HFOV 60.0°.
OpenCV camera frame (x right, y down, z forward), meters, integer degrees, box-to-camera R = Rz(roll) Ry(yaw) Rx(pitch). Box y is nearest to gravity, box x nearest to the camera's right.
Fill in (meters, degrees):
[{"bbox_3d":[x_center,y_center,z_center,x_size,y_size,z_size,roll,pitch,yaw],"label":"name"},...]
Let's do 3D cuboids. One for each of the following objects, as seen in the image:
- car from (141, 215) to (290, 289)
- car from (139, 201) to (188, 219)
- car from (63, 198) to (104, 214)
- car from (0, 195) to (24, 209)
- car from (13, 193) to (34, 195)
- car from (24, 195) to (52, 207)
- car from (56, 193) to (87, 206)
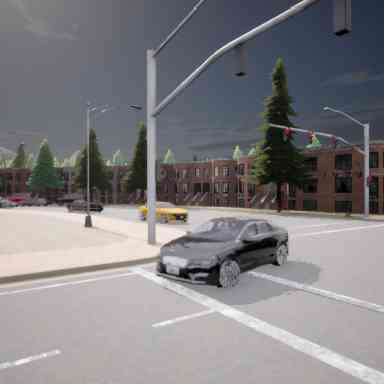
[{"bbox_3d":[1.114,1.491,9.385,2.128,1.511,4.902,1,0,39],"label":"car"},{"bbox_3d":[-2.198,1.477,24.876,1.882,1.535,5.008,0,0,-37],"label":"car"},{"bbox_3d":[-11.519,1.601,35.878,4.718,1.301,1.895,0,0,40],"label":"car"},{"bbox_3d":[-25.381,1.493,44.192,4.902,1.511,2.128,0,0,19],"label":"car"},{"bbox_3d":[-29.032,1.221,55.923,5.566,2.045,2.150,0,0,10],"label":"car"},{"bbox_3d":[-24.170,1.547,51.137,5.357,1.411,2.033,0,0,17],"label":"car"},{"bbox_3d":[-18.913,1.221,52.870,5.566,2.045,2.150,0,0,23],"label":"car"}]
